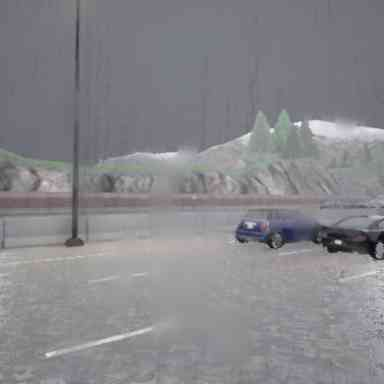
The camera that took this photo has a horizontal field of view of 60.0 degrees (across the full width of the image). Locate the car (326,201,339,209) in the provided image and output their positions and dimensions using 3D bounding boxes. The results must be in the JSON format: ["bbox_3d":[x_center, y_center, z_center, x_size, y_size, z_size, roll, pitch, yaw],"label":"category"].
[{"bbox_3d":[23.373,2.217,55.372,4.892,1.490,1.837,1,0,-38],"label":"car"}]

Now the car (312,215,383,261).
[{"bbox_3d":[7.248,1.666,13.278,5.008,1.535,1.882,1,0,-35],"label":"car"}]

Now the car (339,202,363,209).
[{"bbox_3d":[25.922,2.323,52.922,4.718,1.301,1.895,1,-1,-38],"label":"car"}]

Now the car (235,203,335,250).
[{"bbox_3d":[4.236,1.523,15.440,4.553,1.767,2.097,1,-1,-35],"label":"car"}]

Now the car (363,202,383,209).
[{"bbox_3d":[28.442,2.236,50.520,4.892,1.490,1.837,1,0,-39],"label":"car"}]
